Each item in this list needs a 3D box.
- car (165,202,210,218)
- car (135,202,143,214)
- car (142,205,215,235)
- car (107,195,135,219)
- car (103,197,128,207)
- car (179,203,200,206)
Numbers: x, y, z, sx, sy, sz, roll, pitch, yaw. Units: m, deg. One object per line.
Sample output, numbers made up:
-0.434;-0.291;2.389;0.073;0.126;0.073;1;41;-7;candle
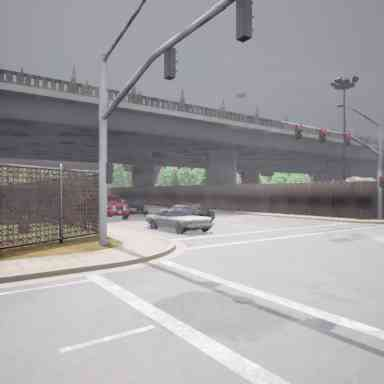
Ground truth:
-0.524;1.656;31.577;1.895;1.301;4.718;0;0;-36;car
-6.038;1.620;32.920;1.994;1.385;4.181;0;0;-36;car
-0.834;1.656;19.632;1.895;1.301;4.718;0;0;-36;car
-7.328;1.278;28.713;2.150;2.045;5.566;0;0;-36;car
-12.572;1.603;54.446;2.033;1.411;5.357;0;0;-36;car
-0.404;1.656;25.047;1.895;1.301;4.718;0;0;-36;car
